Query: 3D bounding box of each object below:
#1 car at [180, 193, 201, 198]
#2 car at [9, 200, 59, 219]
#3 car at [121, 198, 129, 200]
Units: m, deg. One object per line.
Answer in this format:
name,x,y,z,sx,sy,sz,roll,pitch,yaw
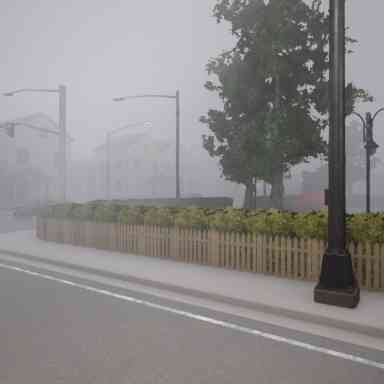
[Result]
car,-0.631,1.223,47.722,2.150,2.045,5.566,0,0,35
car,-13.428,1.491,29.345,2.128,1.511,4.902,0,0,35
car,-7.720,1.478,37.553,1.882,1.535,5.008,0,0,35
